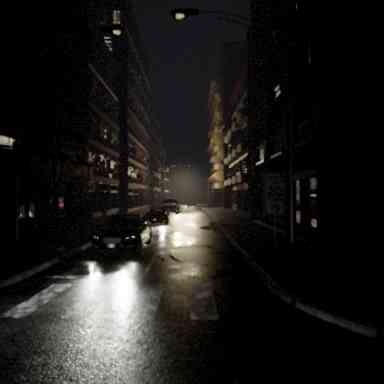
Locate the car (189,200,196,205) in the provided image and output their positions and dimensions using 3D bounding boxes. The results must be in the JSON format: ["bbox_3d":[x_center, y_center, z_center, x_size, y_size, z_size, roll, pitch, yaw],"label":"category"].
[{"bbox_3d":[0.026,2.823,90.324,1.812,1.442,4.674,0,-1,0],"label":"car"}]

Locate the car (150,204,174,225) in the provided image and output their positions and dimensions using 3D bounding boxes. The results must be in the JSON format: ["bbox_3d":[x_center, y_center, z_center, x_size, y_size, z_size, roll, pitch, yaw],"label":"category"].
[{"bbox_3d":[-2.836,1.951,27.384,1.994,1.385,4.181,0,-1,0],"label":"car"}]

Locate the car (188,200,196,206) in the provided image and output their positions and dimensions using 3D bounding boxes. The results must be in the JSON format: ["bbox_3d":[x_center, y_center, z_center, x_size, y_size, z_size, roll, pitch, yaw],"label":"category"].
[{"bbox_3d":[0.023,2.731,80.301,1.994,1.385,4.181,0,-1,0],"label":"car"}]

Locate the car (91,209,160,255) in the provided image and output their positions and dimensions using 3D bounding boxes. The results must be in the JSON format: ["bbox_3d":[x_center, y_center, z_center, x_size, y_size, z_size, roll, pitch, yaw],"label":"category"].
[{"bbox_3d":[-2.865,1.697,14.373,2.128,1.511,4.902,0,-1,1],"label":"car"}]

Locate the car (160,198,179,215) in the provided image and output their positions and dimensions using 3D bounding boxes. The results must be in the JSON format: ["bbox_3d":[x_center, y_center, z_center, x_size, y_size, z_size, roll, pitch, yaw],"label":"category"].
[{"bbox_3d":[-2.820,1.829,42.445,2.150,2.045,5.566,0,-1,-2],"label":"car"}]
